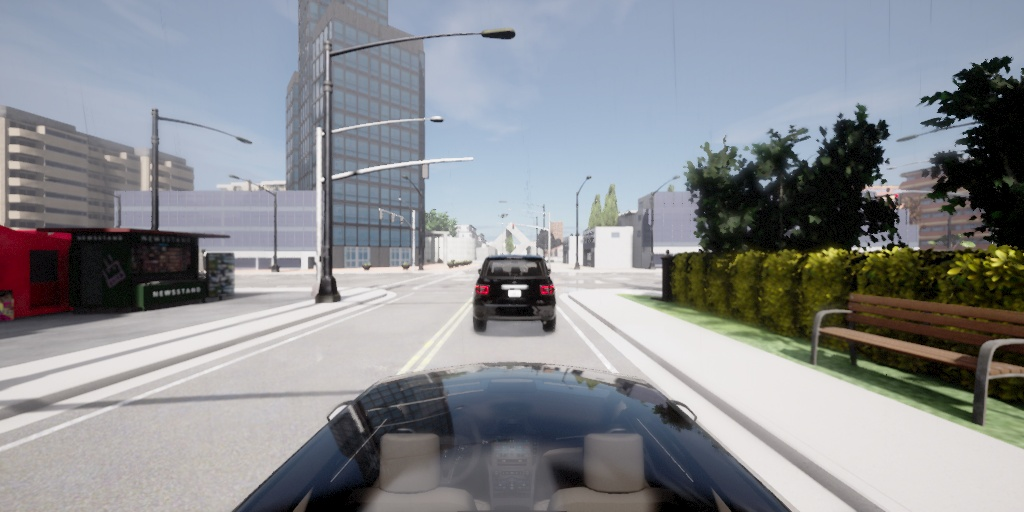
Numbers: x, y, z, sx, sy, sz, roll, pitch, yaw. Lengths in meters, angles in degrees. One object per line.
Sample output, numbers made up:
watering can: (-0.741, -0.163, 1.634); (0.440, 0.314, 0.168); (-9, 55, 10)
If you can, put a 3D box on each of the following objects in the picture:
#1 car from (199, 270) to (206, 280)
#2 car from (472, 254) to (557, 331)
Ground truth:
car: (-24.342, 1.451, 26.140); (4.892, 1.490, 1.837); (-1, 0, 0)
car: (0.079, 0.971, 11.094); (2.150, 2.045, 5.566); (0, 0, 0)
